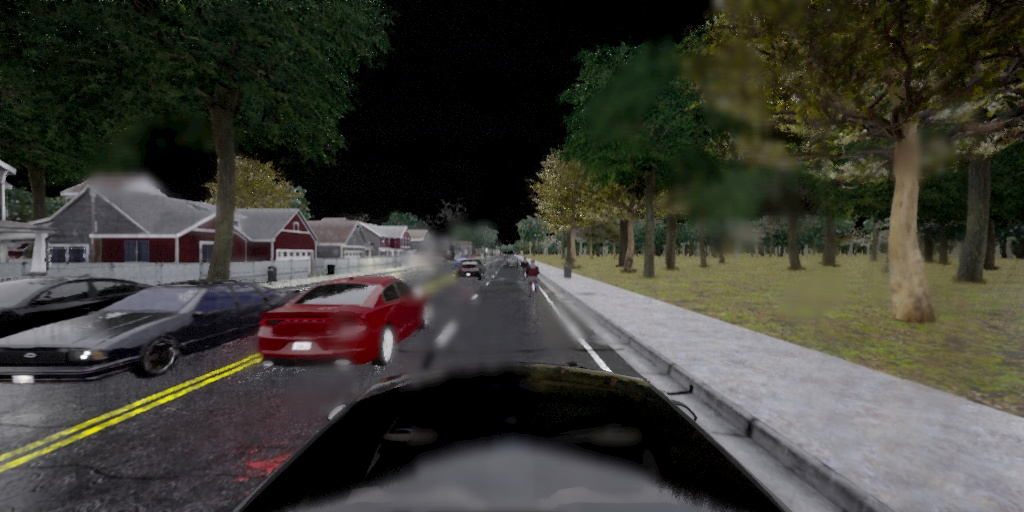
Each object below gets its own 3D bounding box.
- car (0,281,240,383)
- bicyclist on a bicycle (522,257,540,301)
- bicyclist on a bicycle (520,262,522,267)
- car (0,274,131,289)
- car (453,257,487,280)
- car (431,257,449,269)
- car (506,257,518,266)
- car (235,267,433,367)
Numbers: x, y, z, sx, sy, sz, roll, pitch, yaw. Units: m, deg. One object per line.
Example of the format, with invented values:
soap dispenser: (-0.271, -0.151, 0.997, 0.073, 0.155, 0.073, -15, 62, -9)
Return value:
car: (-6.602, 1.255, 7.500, 2.033, 1.411, 5.357, 0, 0, 0)
bicyclist on a bicycle: (0.890, 1.019, 15.544, 0.659, 1.776, 1.843, 0, 1, 0)
bicyclist on a bicycle: (0.887, 0.953, 24.544, 0.659, 1.776, 1.843, 0, 1, 0)
car: (-9.853, 1.185, 7.512, 1.882, 1.535, 5.008, 0, 0, 0)
car: (-3.158, 1.061, 28.289, 1.837, 1.490, 4.892, 0, 0, 0)
car: (-9.852, 0.917, 49.270, 1.837, 1.490, 4.892, 0, 1, 0)
car: (0.072, 0.840, 58.813, 2.128, 1.511, 4.902, 0, 0, 0)
car: (-3.150, 1.182, 7.849, 1.882, 1.535, 5.008, 0, 0, 0)
